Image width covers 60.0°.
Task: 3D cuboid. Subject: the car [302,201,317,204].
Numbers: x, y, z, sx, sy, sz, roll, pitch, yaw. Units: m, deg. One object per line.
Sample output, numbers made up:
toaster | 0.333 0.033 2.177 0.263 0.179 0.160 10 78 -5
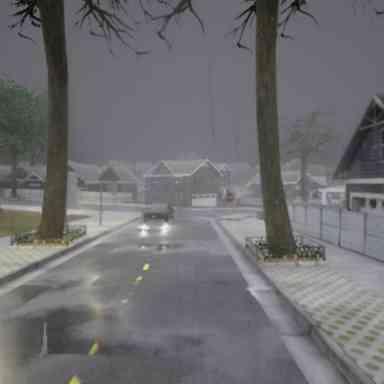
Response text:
car | 19.833 2.332 56.283 4.674 1.442 1.812 1 0 -43

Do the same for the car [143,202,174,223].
car | -2.621 1.565 26.822 1.882 1.535 5.008 0 -1 4
